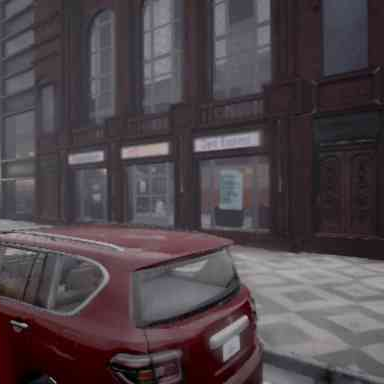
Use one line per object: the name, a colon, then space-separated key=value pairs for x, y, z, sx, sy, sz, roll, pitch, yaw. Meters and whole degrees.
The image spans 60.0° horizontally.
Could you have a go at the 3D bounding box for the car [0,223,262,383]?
car: x=-1.635 y=1.315 z=4.025 sx=5.009 sy=1.841 sz=2.192 roll=0 pitch=-1 yaw=36
